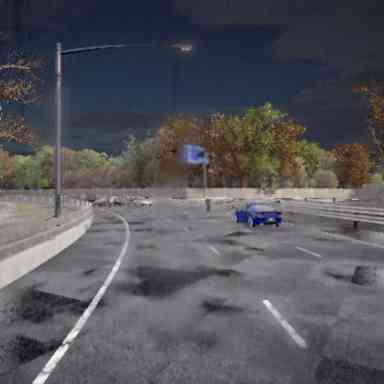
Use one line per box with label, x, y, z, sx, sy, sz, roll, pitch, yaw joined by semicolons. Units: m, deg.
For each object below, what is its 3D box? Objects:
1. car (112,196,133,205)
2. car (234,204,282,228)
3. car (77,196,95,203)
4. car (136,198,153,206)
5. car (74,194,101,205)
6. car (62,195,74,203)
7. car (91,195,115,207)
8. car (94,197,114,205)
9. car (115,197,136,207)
car;-13.366;1.616;63.992;2.128;1.511;4.902;0;0;-37
car;4.369;1.538;22.846;1.882;1.535;5.008;0;0;-12
car;-22.353;1.528;69.992;1.895;1.301;4.718;0;0;-42
car;-8.294;1.713;56.038;1.895;1.301;4.718;0;0;-30
car;-18.722;1.322;59.452;2.150;2.045;5.566;0;0;-34
car;-25.018;1.448;67.726;2.128;1.511;4.902;0;0;-42
car;-13.869;1.618;51.677;1.812;1.442;4.674;0;0;-30
car;-16.484;1.712;62.311;1.895;1.301;4.718;0;0;-37
car;-11.421;1.595;54.460;2.128;1.511;4.902;0;0;-30
